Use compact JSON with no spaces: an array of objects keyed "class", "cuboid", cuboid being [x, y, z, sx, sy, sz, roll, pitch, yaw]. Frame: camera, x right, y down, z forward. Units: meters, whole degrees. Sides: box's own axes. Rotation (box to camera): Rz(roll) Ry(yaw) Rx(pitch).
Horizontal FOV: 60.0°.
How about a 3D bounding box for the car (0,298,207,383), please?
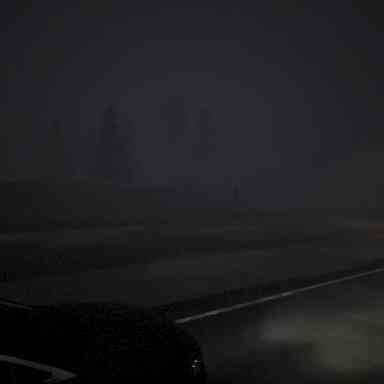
[{"class":"car","cuboid":[-2.084,1.485,2.264,4.902,1.511,2.128,1,-1,-35]}]
